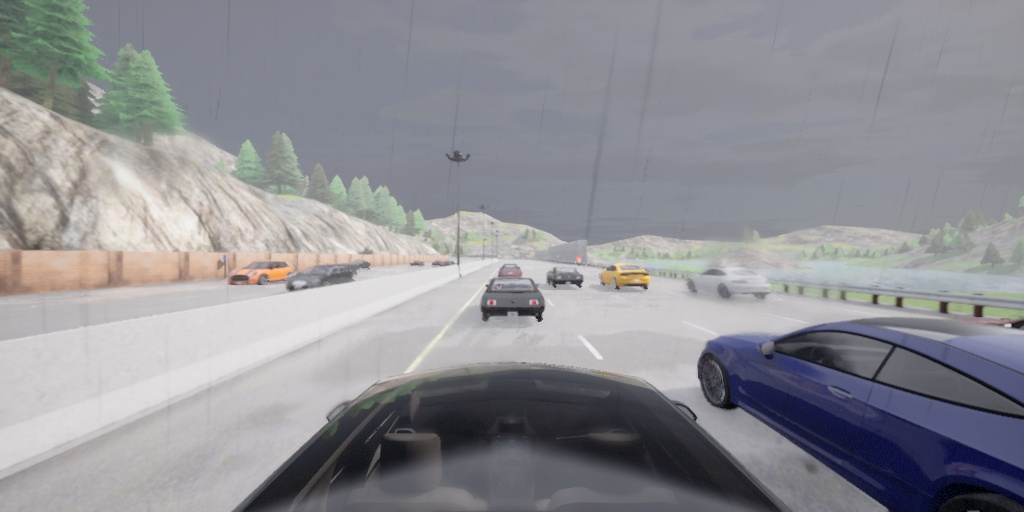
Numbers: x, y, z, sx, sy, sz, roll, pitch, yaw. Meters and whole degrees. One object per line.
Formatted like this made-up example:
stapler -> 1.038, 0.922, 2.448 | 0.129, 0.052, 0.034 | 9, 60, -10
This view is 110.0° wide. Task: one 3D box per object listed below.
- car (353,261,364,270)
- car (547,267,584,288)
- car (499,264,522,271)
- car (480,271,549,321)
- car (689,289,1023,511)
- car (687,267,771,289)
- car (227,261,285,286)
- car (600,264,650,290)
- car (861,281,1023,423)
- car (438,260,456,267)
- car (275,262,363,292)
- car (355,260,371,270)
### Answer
car -> -14.333, 1.350, 29.010 | 2.033, 1.411, 5.357 | 0, 0, 0
car -> 3.413, 1.355, 23.977 | 1.895, 1.301, 4.718 | 0, 0, -1
car -> -0.147, 1.331, 30.390 | 1.994, 1.385, 4.181 | 0, 0, -1
car -> 0.009, 1.357, 12.420 | 1.895, 1.301, 4.718 | 0, 0, 0
car -> 3.507, 1.267, 3.144 | 1.812, 1.442, 4.674 | 0, 0, 1
car -> 10.464, 1.258, 17.586 | 1.812, 1.442, 4.674 | 0, 0, 0
car -> -17.801, 1.161, 25.620 | 2.097, 1.767, 4.553 | 0, 0, 0
car -> 6.924, 1.222, 22.477 | 1.882, 1.535, 5.008 | 0, 0, 0
car -> 7.007, 1.211, 3.744 | 1.882, 1.535, 5.008 | 0, 0, 1
car -> -11.073, 1.376, 63.011 | 1.994, 1.385, 4.181 | 0, 0, 0
car -> -10.755, 1.281, 20.469 | 2.128, 1.511, 4.902 | 0, 0, 0
car -> -21.502, 1.310, 50.476 | 1.882, 1.535, 5.008 | 0, 0, 0
